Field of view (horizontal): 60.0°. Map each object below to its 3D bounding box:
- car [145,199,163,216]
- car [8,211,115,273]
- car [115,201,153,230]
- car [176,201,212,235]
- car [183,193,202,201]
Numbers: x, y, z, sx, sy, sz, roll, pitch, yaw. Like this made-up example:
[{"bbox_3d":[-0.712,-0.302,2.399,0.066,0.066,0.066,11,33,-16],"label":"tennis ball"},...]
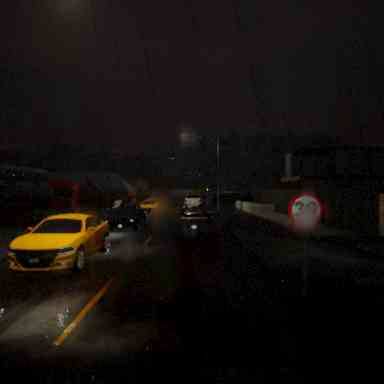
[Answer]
[{"bbox_3d":[-4.056,1.477,33.231,1.882,1.535,5.008,0,0,0],"label":"car"},{"bbox_3d":[-4.076,1.478,10.943,1.882,1.535,5.008,0,0,-2],"label":"car"},{"bbox_3d":[-4.079,1.547,21.592,2.033,1.411,5.357,0,0,0],"label":"car"},{"bbox_3d":[0.104,1.491,18.767,2.128,1.511,4.902,0,0,0],"label":"car"},{"bbox_3d":[0.108,1.216,42.475,2.150,2.045,5.566,0,-1,0],"label":"car"}]
